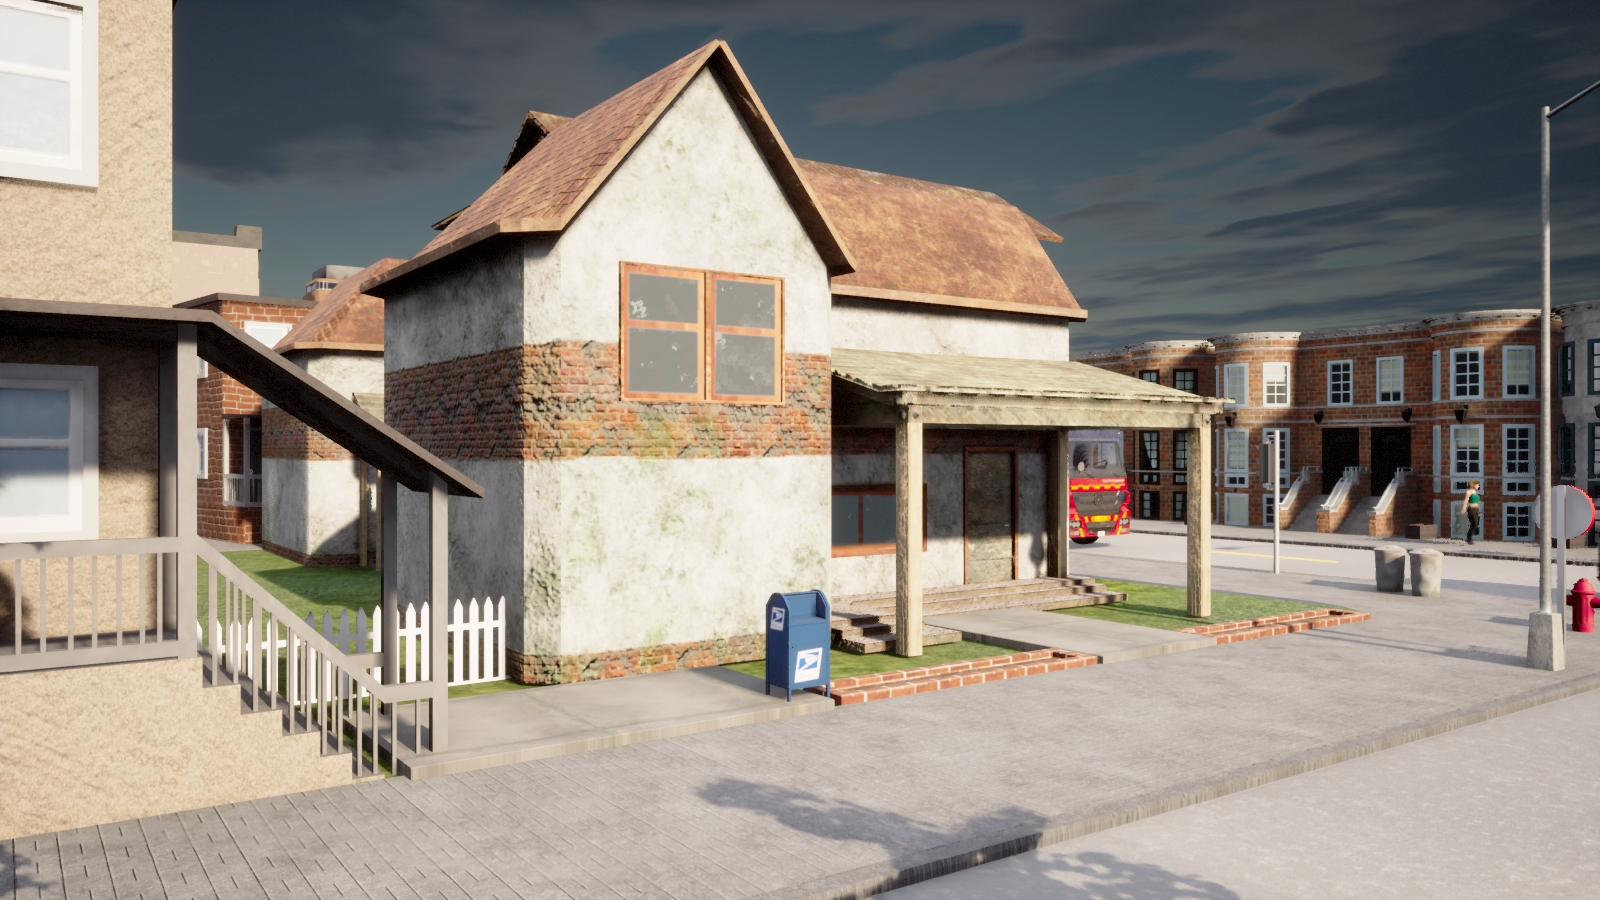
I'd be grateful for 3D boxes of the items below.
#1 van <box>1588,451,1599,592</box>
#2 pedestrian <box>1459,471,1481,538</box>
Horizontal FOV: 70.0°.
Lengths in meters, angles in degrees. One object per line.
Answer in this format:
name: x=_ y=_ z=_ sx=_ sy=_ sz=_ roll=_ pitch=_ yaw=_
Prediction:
van: x=16.233 y=1.305 z=18.328 sx=1.988 sy=2.561 sz=5.915 roll=1 pitch=0 yaw=-17
pedestrian: x=18.673 y=1.511 z=31.854 sx=0.375 sy=1.860 sz=0.375 roll=0 pitch=0 yaw=-28
